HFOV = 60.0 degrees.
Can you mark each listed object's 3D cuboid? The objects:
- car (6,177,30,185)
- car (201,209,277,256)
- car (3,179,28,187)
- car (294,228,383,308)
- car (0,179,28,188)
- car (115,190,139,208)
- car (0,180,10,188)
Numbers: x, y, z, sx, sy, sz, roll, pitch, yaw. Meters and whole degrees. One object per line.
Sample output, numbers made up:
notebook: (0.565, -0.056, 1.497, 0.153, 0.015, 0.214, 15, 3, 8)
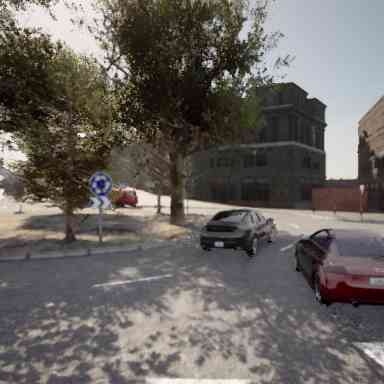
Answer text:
car: (-41.867, -2.707, 80.143, 4.553, 1.767, 2.185, -3, 6, -42)
car: (1.951, 1.425, 12.987, 1.837, 1.490, 4.892, -1, 0, 26)
car: (-39.582, -2.067, 74.745, 4.674, 1.452, 2.002, -3, 6, -41)
car: (3.678, 1.547, 7.934, 1.994, 1.385, 4.181, 0, 1, 9)
car: (-38.474, -1.865, 72.009, 4.892, 1.521, 2.231, -3, 7, -41)
car: (-8.866, 0.772, 40.697, 5.566, 2.045, 2.150, 2, 3, 41)
car: (-37.435, -1.593, 69.243, 4.792, 1.488, 2.163, -3, 6, -41)
